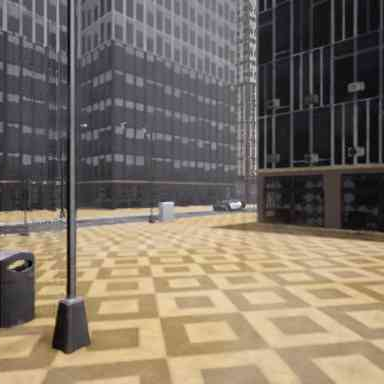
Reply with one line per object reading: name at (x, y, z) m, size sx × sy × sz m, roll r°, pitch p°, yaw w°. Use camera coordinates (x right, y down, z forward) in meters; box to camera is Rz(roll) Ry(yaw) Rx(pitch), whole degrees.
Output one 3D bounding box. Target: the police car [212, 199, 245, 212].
police car at (4.572, 1.628, 41.889) m, size 2.038 × 1.542 × 4.974 m, roll 0°, pitch 0°, yaw 44°
